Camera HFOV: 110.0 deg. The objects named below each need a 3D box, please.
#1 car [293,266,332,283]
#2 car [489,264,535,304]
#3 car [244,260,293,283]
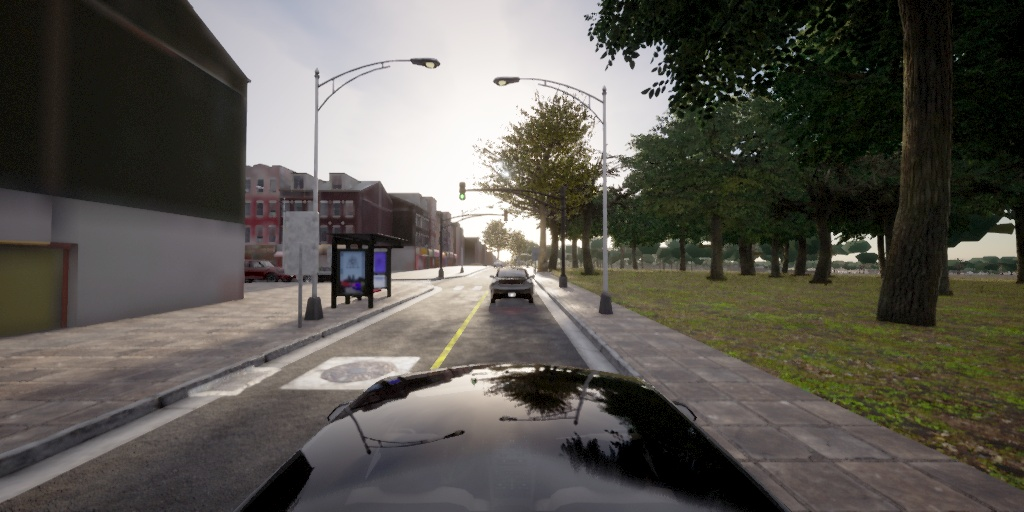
[{"bbox_3d":[-13.492,1.397,26.920,4.313,1.339,1.948,0,0,0],"label":"car"},{"bbox_3d":[0.000,1.277,16.504,1.837,1.490,4.892,0,0,0],"label":"car"},{"bbox_3d":[-19.021,1.178,26.889,5.009,1.841,2.192,0,0,0],"label":"car"}]
